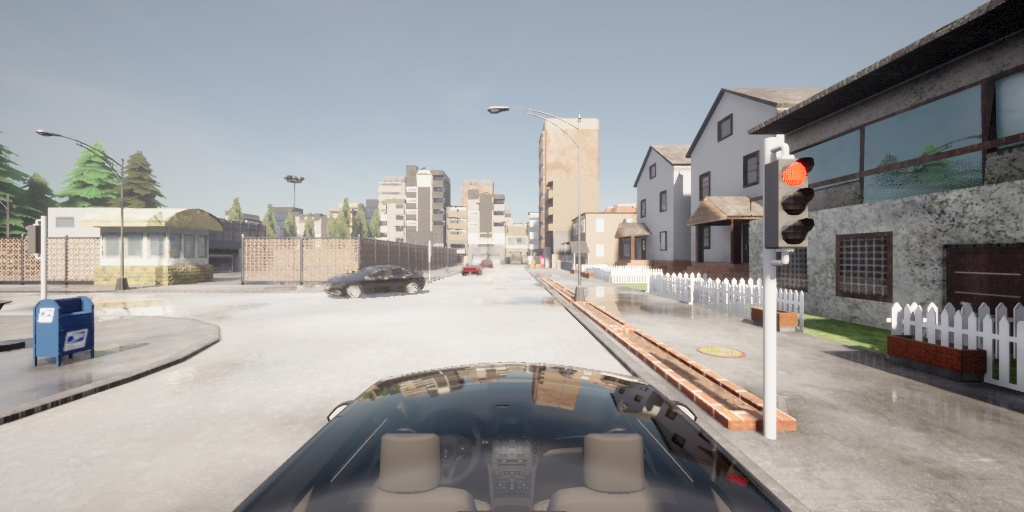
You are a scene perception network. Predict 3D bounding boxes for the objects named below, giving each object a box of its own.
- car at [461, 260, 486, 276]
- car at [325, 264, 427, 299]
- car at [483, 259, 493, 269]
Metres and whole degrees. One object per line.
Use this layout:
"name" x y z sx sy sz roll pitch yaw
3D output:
"car" -4.113 1.350 37.257 1.895 1.301 4.718 0 0 0
"car" -6.749 1.257 18.219 4.892 1.490 1.837 0 3 -44
"car" -4.043 1.228 57.513 1.882 1.535 5.008 0 0 0
